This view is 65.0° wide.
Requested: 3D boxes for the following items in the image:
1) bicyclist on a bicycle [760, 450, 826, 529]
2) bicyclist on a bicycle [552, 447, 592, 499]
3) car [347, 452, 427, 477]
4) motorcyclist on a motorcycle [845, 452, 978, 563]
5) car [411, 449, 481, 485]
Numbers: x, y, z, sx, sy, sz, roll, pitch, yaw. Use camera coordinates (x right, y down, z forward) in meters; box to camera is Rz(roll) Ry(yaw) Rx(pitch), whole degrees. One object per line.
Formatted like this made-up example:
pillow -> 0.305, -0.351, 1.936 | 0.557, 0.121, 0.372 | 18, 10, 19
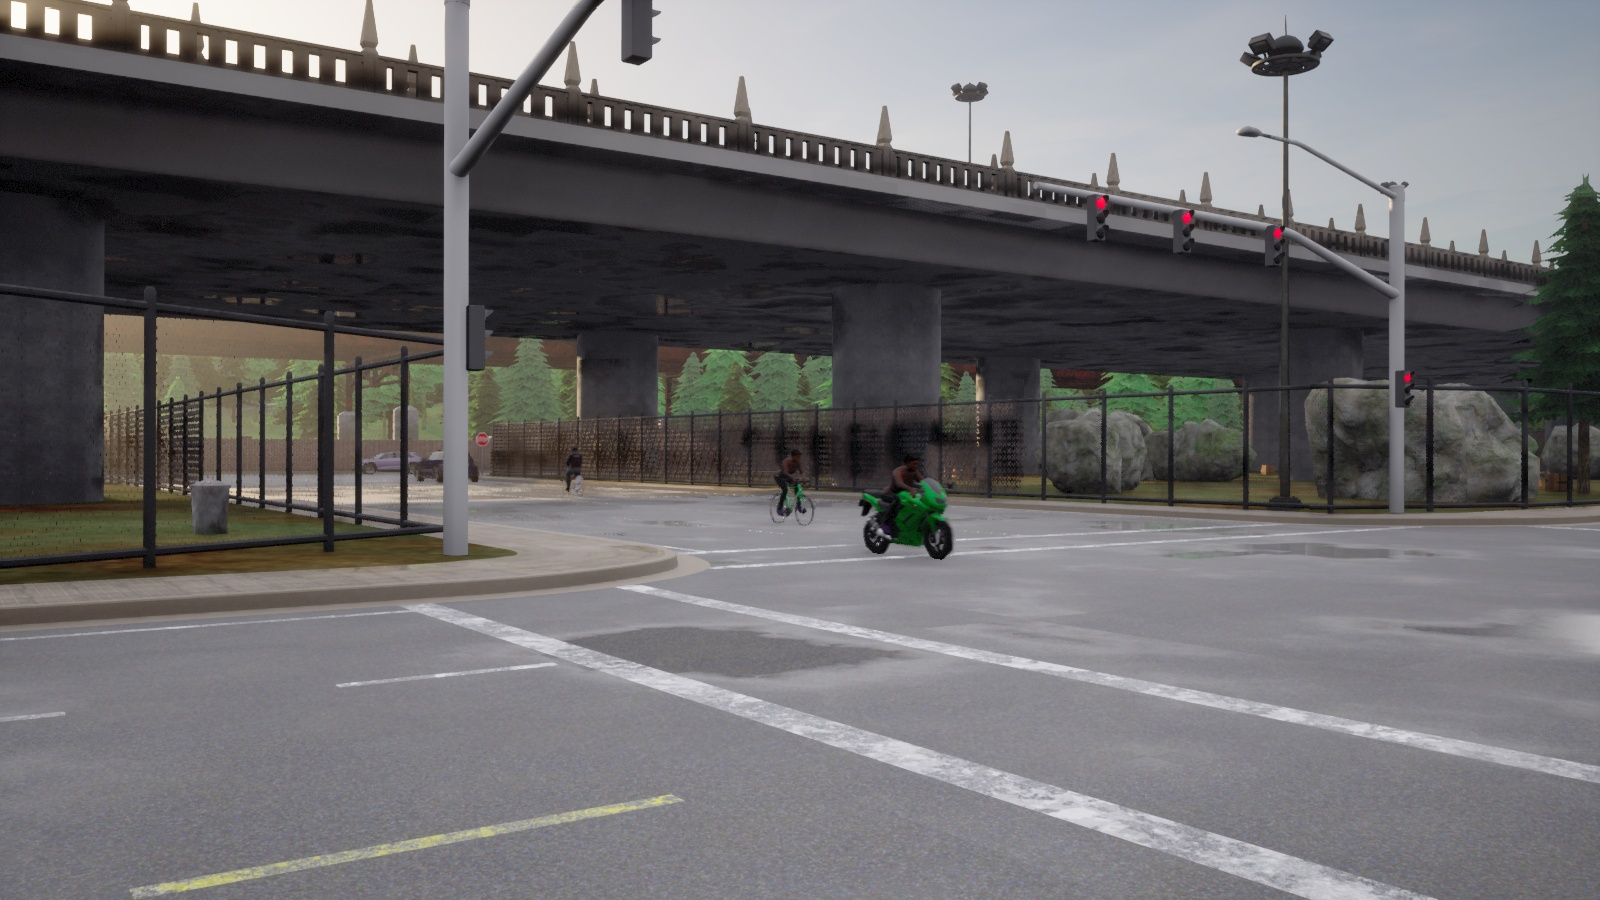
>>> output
bicyclist on a bicycle -> -0.164, 0.819, 26.908 | 0.582, 1.620, 1.656 | 0, 0, -35
bicyclist on a bicycle -> -8.044, 0.796, 44.280 | 0.659, 1.776, 1.843 | 0, 0, -35
car -> -28.407, 1.002, 86.479 | 4.856, 1.649, 2.033 | 0, 0, -34
motorcyclist on a motorcycle -> 1.594, 0.800, 18.293 | 0.797, 1.523, 2.044 | 0, -1, -35
car -> -18.416, 0.857, 65.211 | 2.097, 1.767, 4.553 | 0, 0, -35
